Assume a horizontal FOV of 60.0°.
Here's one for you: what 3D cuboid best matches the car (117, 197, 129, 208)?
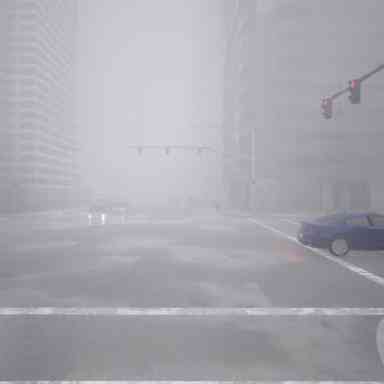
[{"bbox_3d":[-10.630,1.531,49.626,1.812,1.442,4.674,0,0,0],"label":"car"}]

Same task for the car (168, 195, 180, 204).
[{"bbox_3d":[-3.454,1.359,63.493,2.097,1.767,4.553,0,0,0],"label":"car"}]

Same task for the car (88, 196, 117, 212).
[{"bbox_3d":[-10.632,1.509,39.366,1.837,1.490,4.892,0,0,0],"label":"car"}]

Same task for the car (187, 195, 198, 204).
[{"bbox_3d":[0.050,1.359,63.497,2.097,1.767,4.553,0,0,0],"label":"car"}]

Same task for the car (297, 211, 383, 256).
[{"bbox_3d":[6.575,1.479,12.481,5.008,1.535,1.882,0,0,0],"label":"car"}]
